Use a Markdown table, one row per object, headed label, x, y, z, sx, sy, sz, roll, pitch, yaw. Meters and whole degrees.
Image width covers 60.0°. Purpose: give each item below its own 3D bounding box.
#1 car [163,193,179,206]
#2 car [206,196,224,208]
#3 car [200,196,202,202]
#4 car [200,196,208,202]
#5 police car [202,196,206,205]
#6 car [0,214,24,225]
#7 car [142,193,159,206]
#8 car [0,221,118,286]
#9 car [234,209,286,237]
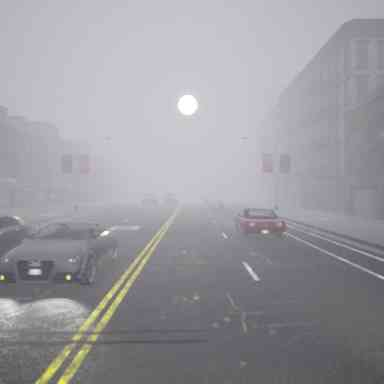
| label | x | y | z | sx | sy | sz | roll | pitch | yaw |
| --- | --- | --- | --- | --- | --- | --- | --- | --- | --- |
| car | -3.329 | 1.155 | 52.988 | 2.150 | 2.045 | 5.566 | 0 | -1 | 0 |
| car | 3.237 | 1.400 | 45.261 | 1.812 | 1.442 | 4.674 | 0 | 0 | 0 |
| car | 3.230 | 1.521 | 67.262 | 1.882 | 1.535 | 5.008 | 0 | 0 | 0 |
| car | 3.224 | 1.780 | 89.267 | 1.882 | 1.535 | 5.008 | 0 | -1 | 0 |
| police car | 3.233 | 1.384 | 56.372 | 1.930 | 1.638 | 5.238 | 0 | 0 | 0 |
| car | -6.602 | 1.445 | 10.011 | 1.837 | 1.490 | 4.892 | 0 | 0 | 0 |
| car | -6.578 | 1.156 | 53.280 | 2.150 | 2.045 | 5.566 | 0 | 0 | 0 |
| car | -3.351 | 1.508 | 9.093 | 1.994 | 1.385 | 4.181 | 0 | 0 | 0 |
| car | 3.349 | 1.510 | 17.361 | 1.895 | 1.301 | 4.718 | 0 | 0 | 0 |
